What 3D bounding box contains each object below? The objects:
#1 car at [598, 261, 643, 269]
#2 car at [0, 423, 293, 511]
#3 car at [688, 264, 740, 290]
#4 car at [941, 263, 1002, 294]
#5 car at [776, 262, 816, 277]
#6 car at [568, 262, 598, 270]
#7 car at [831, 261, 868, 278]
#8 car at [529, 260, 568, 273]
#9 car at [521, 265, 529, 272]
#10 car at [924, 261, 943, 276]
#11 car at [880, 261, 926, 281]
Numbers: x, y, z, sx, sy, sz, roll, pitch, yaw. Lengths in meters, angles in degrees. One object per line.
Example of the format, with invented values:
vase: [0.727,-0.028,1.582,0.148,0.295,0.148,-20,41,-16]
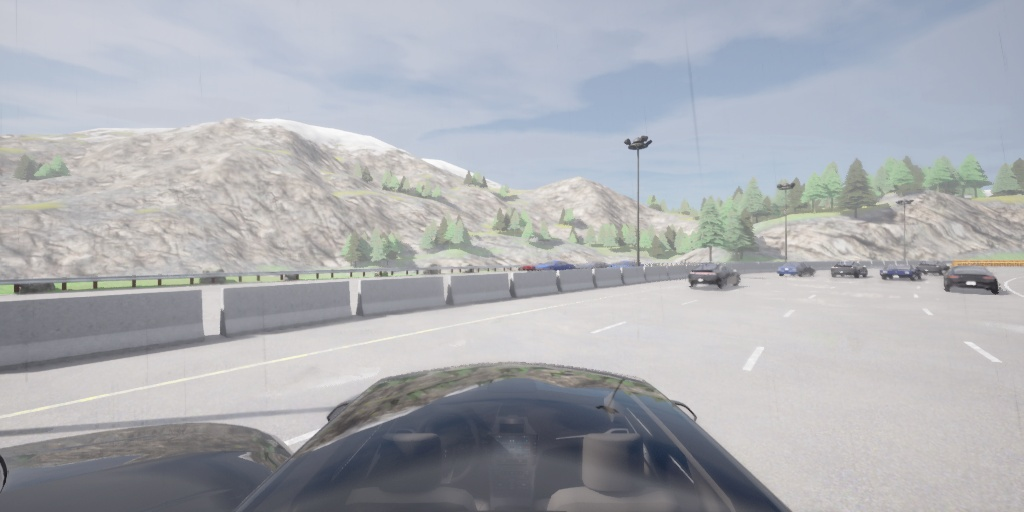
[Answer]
car: [11.100,1.227,35.528,5.008,1.535,1.882,0,0,-40]
car: [-2.982,1.255,0.515,4.892,1.490,1.837,0,0,-45]
car: [12.965,1.240,22.897,4.902,1.511,2.128,0,0,-43]
car: [26.198,1.275,20.557,4.674,1.442,1.812,0,0,-40]
car: [28.007,1.296,35.286,5.357,1.411,2.033,0,0,-35]
car: [8.808,1.297,38.172,5.357,1.411,2.033,0,0,-40]
car: [31.368,1.241,33.332,4.902,1.511,2.128,0,0,-35]
car: [4.604,1.227,39.156,5.008,1.535,1.882,0,0,-41]
car: [3.346,1.351,42.714,4.718,1.301,1.895,0,0,-40]
car: [43.305,1.241,36.857,4.902,1.511,2.128,0,0,-31]
car: [32.302,1.351,29.723,4.718,1.301,1.895,0,0,-35]
